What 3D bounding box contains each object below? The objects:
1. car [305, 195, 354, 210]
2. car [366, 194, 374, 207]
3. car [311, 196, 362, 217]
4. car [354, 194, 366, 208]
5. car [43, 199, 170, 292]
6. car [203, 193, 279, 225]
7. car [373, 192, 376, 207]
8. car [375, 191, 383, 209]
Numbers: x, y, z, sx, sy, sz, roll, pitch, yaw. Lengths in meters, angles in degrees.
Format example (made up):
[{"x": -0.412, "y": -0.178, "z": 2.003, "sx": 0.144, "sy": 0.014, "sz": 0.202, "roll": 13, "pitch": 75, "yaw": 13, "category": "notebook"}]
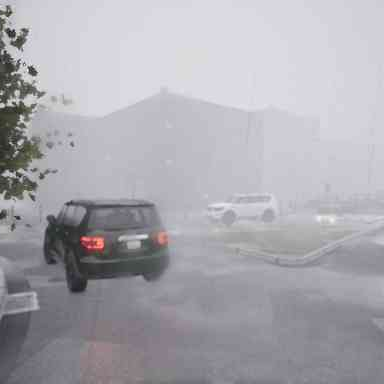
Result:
[{"x": 14.980, "y": 1.090, "z": 37.132, "sx": 2.185, "sy": 1.767, "sz": 4.553, "roll": -1, "pitch": 1, "yaw": -41, "category": "car"}, {"x": 19.145, "y": 1.195, "z": 40.756, "sx": 2.002, "sy": 1.452, "sz": 4.674, "roll": -1, "pitch": 1, "yaw": -41, "category": "car"}, {"x": 12.875, "y": 1.371, "z": 29.550, "sx": 4.181, "sy": 1.385, "sz": 1.994, "roll": -1, "pitch": 1, "yaw": -39, "category": "car"}, {"x": 17.051, "y": 1.188, "z": 38.963, "sx": 2.097, "sy": 1.535, "sz": 5.008, "roll": -1, "pitch": 1, "yaw": -41, "category": "car"}, {"x": -2.624, "y": 1.196, "z": 9.276, "sx": 2.150, "sy": 2.045, "sz": 5.566, "roll": 0, "pitch": 0, "yaw": -32, "category": "car"}, {"x": 3.557, "y": 1.122, "z": 23.569, "sx": 5.566, "sy": 2.045, "sz": 2.150, "roll": 0, "pitch": 0, "yaw": -26, "category": "car"}, {"x": 23.321, "y": 1.089, "z": 44.363, "sx": 2.231, "sy": 1.521, "sz": 4.892, "roll": -1, "pitch": 1, "yaw": -41, "category": "car"}, {"x": 23.528, "y": 1.016, "z": 38.501, "sx": 4.553, "sy": 1.767, "sz": 2.097, "roll": -1, "pitch": 1, "yaw": -40, "category": "car"}]
